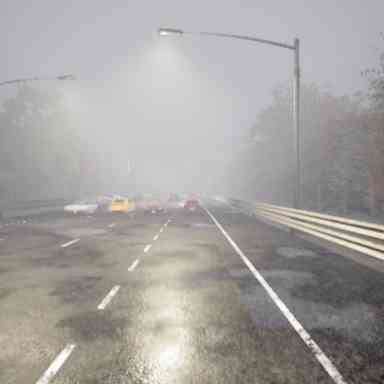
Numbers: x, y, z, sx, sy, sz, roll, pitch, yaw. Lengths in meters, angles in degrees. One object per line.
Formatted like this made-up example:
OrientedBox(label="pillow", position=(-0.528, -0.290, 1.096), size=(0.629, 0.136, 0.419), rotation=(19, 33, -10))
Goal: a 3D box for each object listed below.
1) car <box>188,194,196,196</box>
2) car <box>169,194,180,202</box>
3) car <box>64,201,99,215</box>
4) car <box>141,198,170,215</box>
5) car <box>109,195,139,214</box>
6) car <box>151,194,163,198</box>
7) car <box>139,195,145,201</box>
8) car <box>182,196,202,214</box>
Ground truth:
OrientedBox(label="car", position=(0.017, 1.140, 67.361), size=(2.097, 1.767, 4.553), rotation=(0, 0, 1))
OrientedBox(label="car", position=(-3.483, 1.139, 67.274), size=(2.097, 1.767, 4.553), rotation=(0, 0, 1))
OrientedBox(label="car", position=(-10.472, 1.492, 31.991), size=(1.895, 1.301, 4.718), rotation=(0, 0, 1))
OrientedBox(label="car", position=(-3.469, 1.492, 32.219), size=(1.895, 1.301, 4.718), rotation=(0, 0, 1))
OrientedBox(label="car", position=(-6.955, 1.364, 33.405), size=(1.882, 1.535, 5.008), rotation=(0, 0, 1))
OrientedBox(label="car", position=(-6.981, 1.140, 67.010), size=(2.097, 1.767, 4.553), rotation=(0, 0, 1))
OrientedBox(label="car", position=(-10.480, 1.286, 66.730), size=(1.837, 1.490, 4.892), rotation=(0, -1, 1))
OrientedBox(label="car", position=(0.043, 1.414, 33.146), size=(1.812, 1.442, 4.674), rotation=(0, 0, 1))
